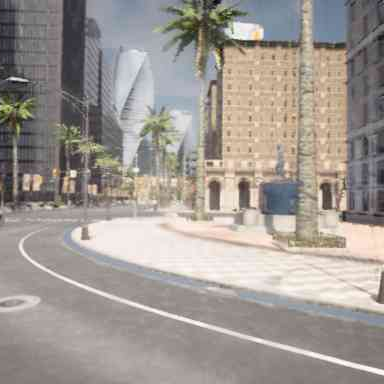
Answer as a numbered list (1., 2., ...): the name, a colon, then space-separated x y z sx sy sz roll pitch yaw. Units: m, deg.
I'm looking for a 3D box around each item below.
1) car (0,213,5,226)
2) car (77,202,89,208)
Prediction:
1. car: -15.812 1.942 24.899 1.837 1.490 4.892 1 -2 -8
2. car: -28.350 3.353 86.617 2.161 1.482 4.786 1 -1 -2
